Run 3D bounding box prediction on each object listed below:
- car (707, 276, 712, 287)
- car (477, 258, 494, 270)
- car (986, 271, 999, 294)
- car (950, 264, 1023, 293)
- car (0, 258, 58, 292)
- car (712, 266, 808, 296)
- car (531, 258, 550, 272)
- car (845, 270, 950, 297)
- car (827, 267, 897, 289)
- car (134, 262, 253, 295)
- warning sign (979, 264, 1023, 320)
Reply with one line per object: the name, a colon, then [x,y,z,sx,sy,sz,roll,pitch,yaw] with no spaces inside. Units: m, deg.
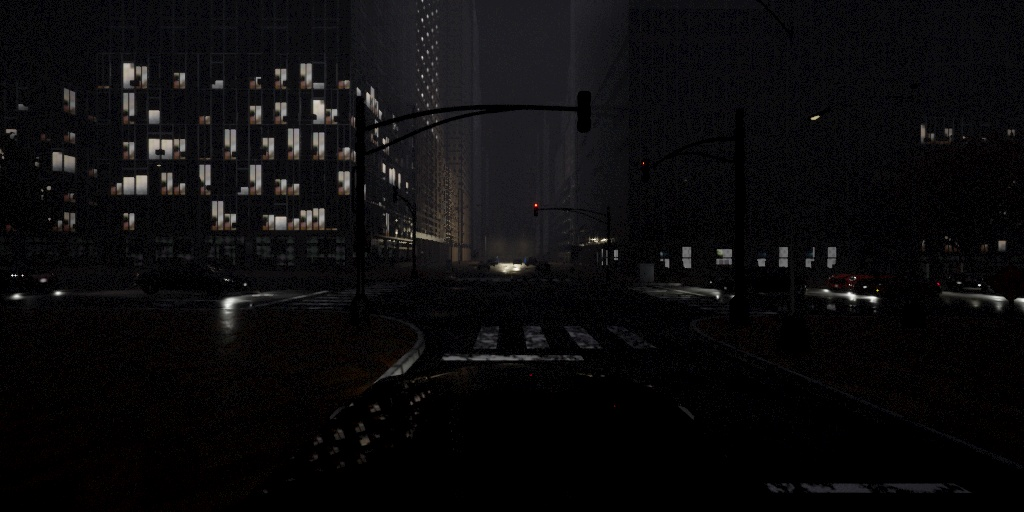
car: [16.187,1.591,25.076,4.674,1.442,1.812,1,0,-3]
car: [-4.026,1.343,51.708,1.802,1.307,4.207,0,0,0]
car: [34.025,1.934,22.647,5.357,1.411,2.033,1,0,-3]
car: [34.972,1.624,25.939,5.566,2.045,2.150,1,0,-2]
car: [-24.165,0.823,16.499,4.902,1.511,2.128,1,0,-3]
car: [15.141,1.400,21.774,4.553,1.767,2.097,1,0,-3]
car: [3.927,1.329,46.215,1.948,1.339,4.313,0,0,0]
car: [23.726,1.766,22.175,4.181,1.385,1.994,1,0,-3]
car: [25.229,1.579,25.494,4.553,1.767,2.097,1,0,-3]
car: [-14.950,1.026,16.927,4.674,1.442,1.812,1,0,-1]
warning sign: [17.275,1.204,12.413,1.060,1.860,1.300,0,0,-3]
